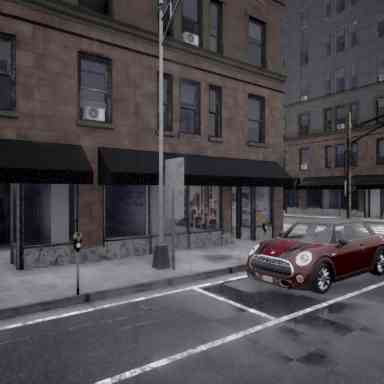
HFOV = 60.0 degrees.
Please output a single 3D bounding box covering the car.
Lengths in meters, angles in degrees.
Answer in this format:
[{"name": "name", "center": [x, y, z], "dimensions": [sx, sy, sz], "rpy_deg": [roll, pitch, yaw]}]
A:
[{"name": "car", "center": [3.312, 1.440, 8.722], "dimensions": [4.097, 1.590, 1.967], "rpy_deg": [0, 0, -37]}]
